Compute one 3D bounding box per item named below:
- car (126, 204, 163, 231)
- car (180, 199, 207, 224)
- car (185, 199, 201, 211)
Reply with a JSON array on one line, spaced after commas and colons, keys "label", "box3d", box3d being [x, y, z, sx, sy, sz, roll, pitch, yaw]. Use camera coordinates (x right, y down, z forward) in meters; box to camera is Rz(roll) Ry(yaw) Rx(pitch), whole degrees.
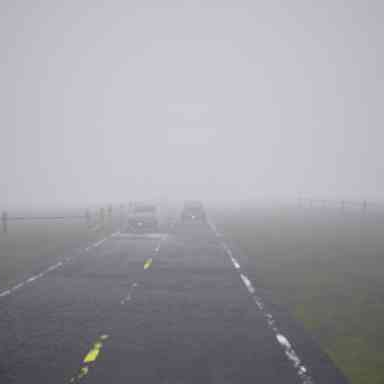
[{"label": "car", "box3d": [-2.839, 1.509, 20.625, 1.837, 1.490, 4.892, 0, 0, 0]}, {"label": "car", "box3d": [0.104, 1.497, 24.922, 2.128, 1.511, 4.902, 0, 0, 0]}, {"label": "car", "box3d": [0.109, 1.612, 42.865, 1.895, 1.301, 4.718, 0, 0, 0]}]
